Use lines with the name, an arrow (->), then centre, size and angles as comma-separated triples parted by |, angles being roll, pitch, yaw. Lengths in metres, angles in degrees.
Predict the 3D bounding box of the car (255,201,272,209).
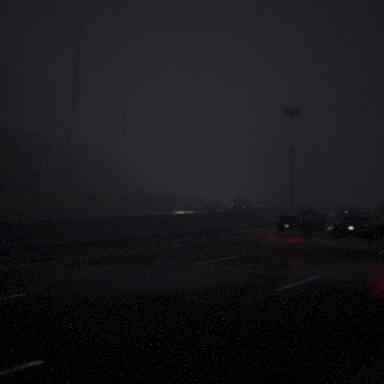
car -> 10.084, 2.012, 46.758 | 1.812, 1.442, 4.674 | 0, -1, 21

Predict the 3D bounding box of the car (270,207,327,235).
car -> 6.827, 1.738, 20.534 | 1.812, 1.442, 4.674 | 0, -1, 40

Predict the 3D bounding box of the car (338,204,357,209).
car -> 15.747, 1.907, 33.693 | 1.994, 1.385, 4.181 | 0, -1, 28

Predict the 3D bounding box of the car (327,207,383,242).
car -> 9.068, 1.745, 17.783 | 1.994, 1.385, 4.181 | 0, -1, 40

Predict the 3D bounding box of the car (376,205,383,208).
car -> 18.480, 1.881, 31.442 | 1.994, 1.385, 4.181 | 0, -1, 29

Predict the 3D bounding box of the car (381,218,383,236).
car -> 8.479, 1.646, 11.895 | 1.812, 1.442, 4.674 | -1, -1, 43

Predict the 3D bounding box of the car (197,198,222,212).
car -> 2.864, 1.978, 47.485 | 1.882, 1.535, 5.008 | 0, -1, 22

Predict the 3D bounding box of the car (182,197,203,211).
car -> 0.362, 1.754, 50.498 | 2.150, 2.045, 5.566 | 0, 0, 21

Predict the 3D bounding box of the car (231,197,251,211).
car -> 7.342, 1.735, 49.267 | 2.150, 2.045, 5.566 | 0, 0, 20
